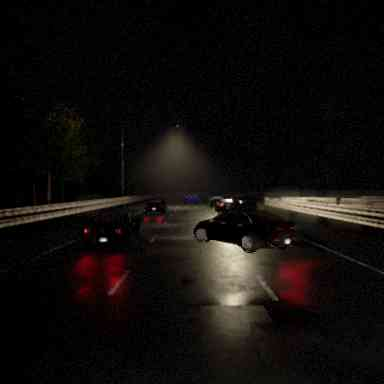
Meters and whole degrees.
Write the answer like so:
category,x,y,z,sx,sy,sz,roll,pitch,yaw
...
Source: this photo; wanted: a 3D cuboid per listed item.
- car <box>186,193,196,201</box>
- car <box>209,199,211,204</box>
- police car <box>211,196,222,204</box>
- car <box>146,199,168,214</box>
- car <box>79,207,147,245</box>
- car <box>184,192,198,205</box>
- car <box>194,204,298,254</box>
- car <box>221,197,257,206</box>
category,x,y,z,sx,sy,sz,roll,pitch,yaw
car,-0.244,1.057,74.555,2.097,1.767,4.553,0,0,0
car,3.354,1.283,44.559,2.128,1.511,4.902,0,0,0
police car,3.390,1.353,33.559,2.038,1.542,4.974,0,0,0
car,-3.509,1.377,32.904,1.812,1.442,4.674,0,0,0
car,-3.451,1.542,15.105,1.895,1.301,4.718,0,0,0
car,-0.171,0.975,54.555,2.150,2.045,5.566,0,0,0
car,1.963,1.453,13.532,1.837,1.490,4.892,0,0,-33
car,3.427,1.338,22.559,2.033,1.649,4.856,0,0,0
